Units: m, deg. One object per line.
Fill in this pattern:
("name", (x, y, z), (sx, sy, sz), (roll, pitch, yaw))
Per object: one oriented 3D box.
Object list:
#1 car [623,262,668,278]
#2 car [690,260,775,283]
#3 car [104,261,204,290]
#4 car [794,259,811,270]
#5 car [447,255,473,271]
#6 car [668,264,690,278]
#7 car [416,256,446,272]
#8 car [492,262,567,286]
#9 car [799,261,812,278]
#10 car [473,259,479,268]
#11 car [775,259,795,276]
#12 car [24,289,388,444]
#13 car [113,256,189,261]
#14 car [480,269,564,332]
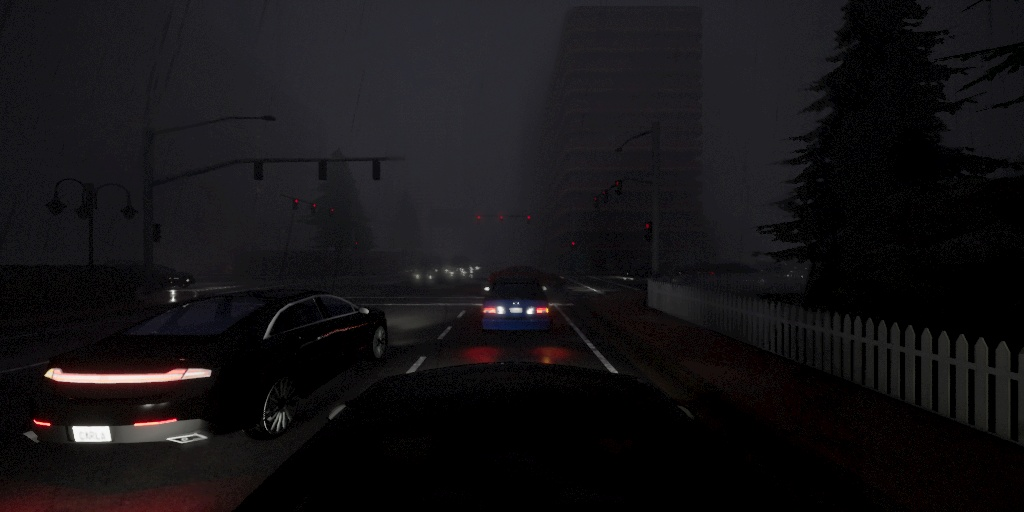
("car", (13.154, 1.242, 33.374), (5.357, 1.411, 2.033), (0, 0, -13))
("car", (16.404, 1.242, 26.717), (5.357, 1.411, 2.033), (0, 0, -16))
("car", (-21.714, 1.199, 21.297), (4.892, 1.490, 1.837), (0, 0, 0))
("car", (32.357, 0.916, 40.552), (2.150, 2.045, 5.566), (0, 0, 43))
("car", (-7.059, 0.971, 49.103), (2.150, 2.045, 5.566), (0, 0, 0))
("car", (15.888, 1.259, 30.549), (4.181, 1.385, 1.994), (0, 0, -20))
("car", (-10.530, 0.971, 45.944), (2.150, 2.045, 5.566), (0, 0, 2))
("car", (0.908, 1.260, 21.466), (4.674, 1.442, 1.812), (0, 0, -1))
("car", (23.022, 1.258, 25.595), (4.181, 1.385, 1.994), (0, 0, -23))
("car", (-7.026, 1.255, 58.914), (1.837, 1.490, 4.892), (0, 0, 0))
("car", (24.368, 1.242, 34.225), (5.357, 1.411, 2.033), (0, 0, -31))
("car", (-3.427, 1.242, 5.359), (2.128, 1.511, 4.902), (0, 0, 0))
("car", (-25.722, 1.047, 24.773), (4.553, 1.767, 2.097), (0, 0, 0))
("car", (0.122, 1.297, 10.772), (2.033, 1.411, 5.357), (0, 0, 1))
